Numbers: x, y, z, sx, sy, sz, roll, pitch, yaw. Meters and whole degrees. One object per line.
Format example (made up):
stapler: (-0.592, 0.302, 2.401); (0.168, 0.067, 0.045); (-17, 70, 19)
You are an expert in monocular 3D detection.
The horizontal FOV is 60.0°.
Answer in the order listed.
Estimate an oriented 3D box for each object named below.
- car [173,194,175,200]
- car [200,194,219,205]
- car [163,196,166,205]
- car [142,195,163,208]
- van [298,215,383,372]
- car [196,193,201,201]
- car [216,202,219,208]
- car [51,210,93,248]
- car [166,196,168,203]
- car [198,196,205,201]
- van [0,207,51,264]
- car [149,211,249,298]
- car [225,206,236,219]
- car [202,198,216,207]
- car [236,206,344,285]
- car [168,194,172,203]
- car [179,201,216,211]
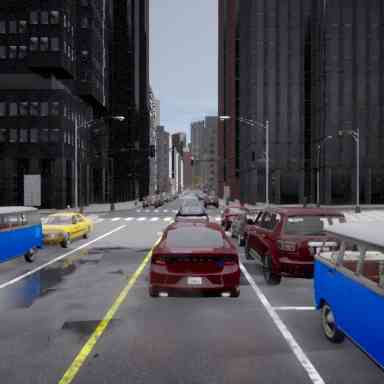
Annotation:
car: (-5.833, 1.622, 81.347); (1.887, 1.381, 4.507); (0, 0, 0)
car: (2.720, 1.335, 47.485); (2.192, 1.841, 5.009); (0, 0, 0)
car: (-5.810, 1.340, 53.131); (2.192, 1.841, 5.009); (0, 0, 0)
car: (-5.805, 1.334, 47.488); (2.192, 1.841, 5.009); (0, 0, 0)
van: (2.760, 1.341, 3.867); (1.690, 1.788, 3.998); (0, 0, 0)
car: (2.688, 1.637, 86.991); (1.887, 1.381, 4.507); (0, 0, 0)
car: (2.743, 1.547, 20.444); (1.887, 1.381, 4.507); (0, 0, 0)
car: (-5.778, 1.526, 14.753); (1.752, 1.417, 4.829); (0, 0, 0)
car: (-5.813, 1.598, 58.774); (1.947, 1.339, 4.313); (0, 0, 0)
car: (2.684, 1.672, 92.636); (1.947, 1.339, 4.313); (0, 0, 0)
van: (-5.776, 1.341, 9.399); (1.690, 1.788, 3.998); (0, 0, 0)
car: (0.060, 1.478, 8.582); (1.882, 1.535, 5.008); (0, 0, 0)
car: (2.749, 1.551, 14.919); (2.008, 1.369, 4.403); (0, 0, 0)
car: (2.716, 1.591, 53.129); (1.947, 1.339, 4.313); (0, 0, 0)
car: (2.754, 1.315, 9.393); (2.192, 1.841, 5.009); (0, 0, 0)
car: (-5.823, 1.617, 70.061); (1.947, 1.339, 4.313); (0, 0, 0)
car: (-0.013, 1.493, 18.991); (2.128, 1.511, 4.902); (0, 0, 0)
